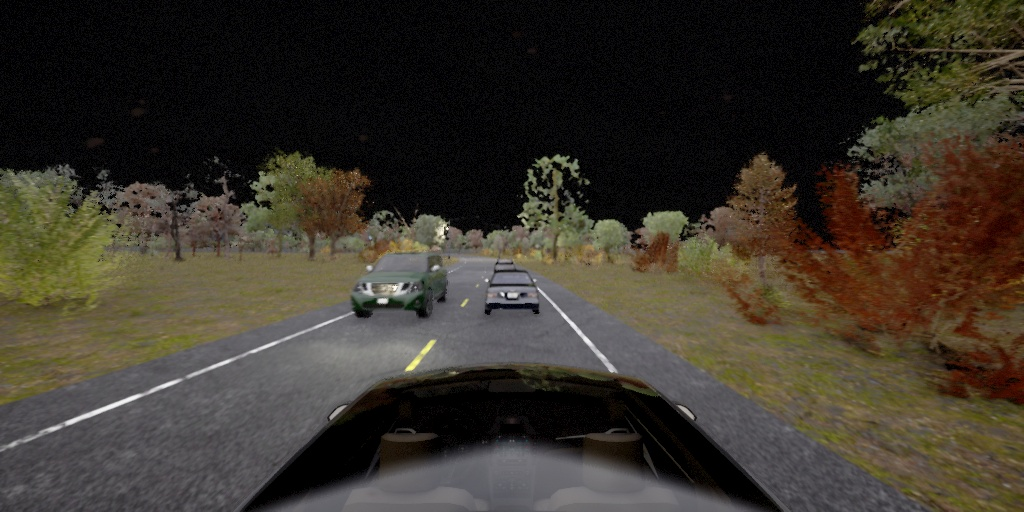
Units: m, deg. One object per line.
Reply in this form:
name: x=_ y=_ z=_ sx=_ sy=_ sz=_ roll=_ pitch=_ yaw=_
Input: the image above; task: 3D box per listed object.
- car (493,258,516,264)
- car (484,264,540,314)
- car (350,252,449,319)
car: x=-0.662 y=0.934 z=31.489 sx=2.128 sy=1.511 sz=4.902 roll=0 pitch=1 yaw=-3
car: x=-0.033 y=1.188 z=13.165 sx=2.033 sy=1.411 sz=5.357 roll=0 pitch=1 yaw=-1
car: x=-3.642 y=0.870 z=12.734 sx=2.150 sy=2.045 sz=5.566 roll=0 pitch=1 yaw=-1
